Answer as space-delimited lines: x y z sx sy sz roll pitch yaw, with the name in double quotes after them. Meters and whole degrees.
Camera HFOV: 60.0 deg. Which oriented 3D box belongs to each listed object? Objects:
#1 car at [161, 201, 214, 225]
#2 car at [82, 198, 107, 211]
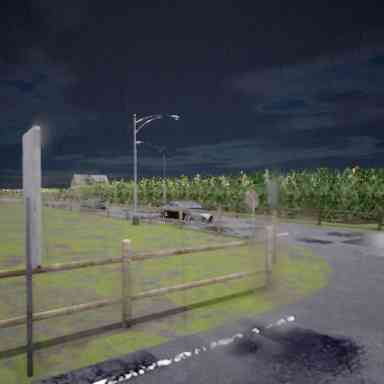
-0.432 1.439 24.039 2.128 1.511 4.902 -1 1 -37 "car"
-11.270 1.446 38.680 1.994 1.385 4.181 -1 1 -36 "car"
